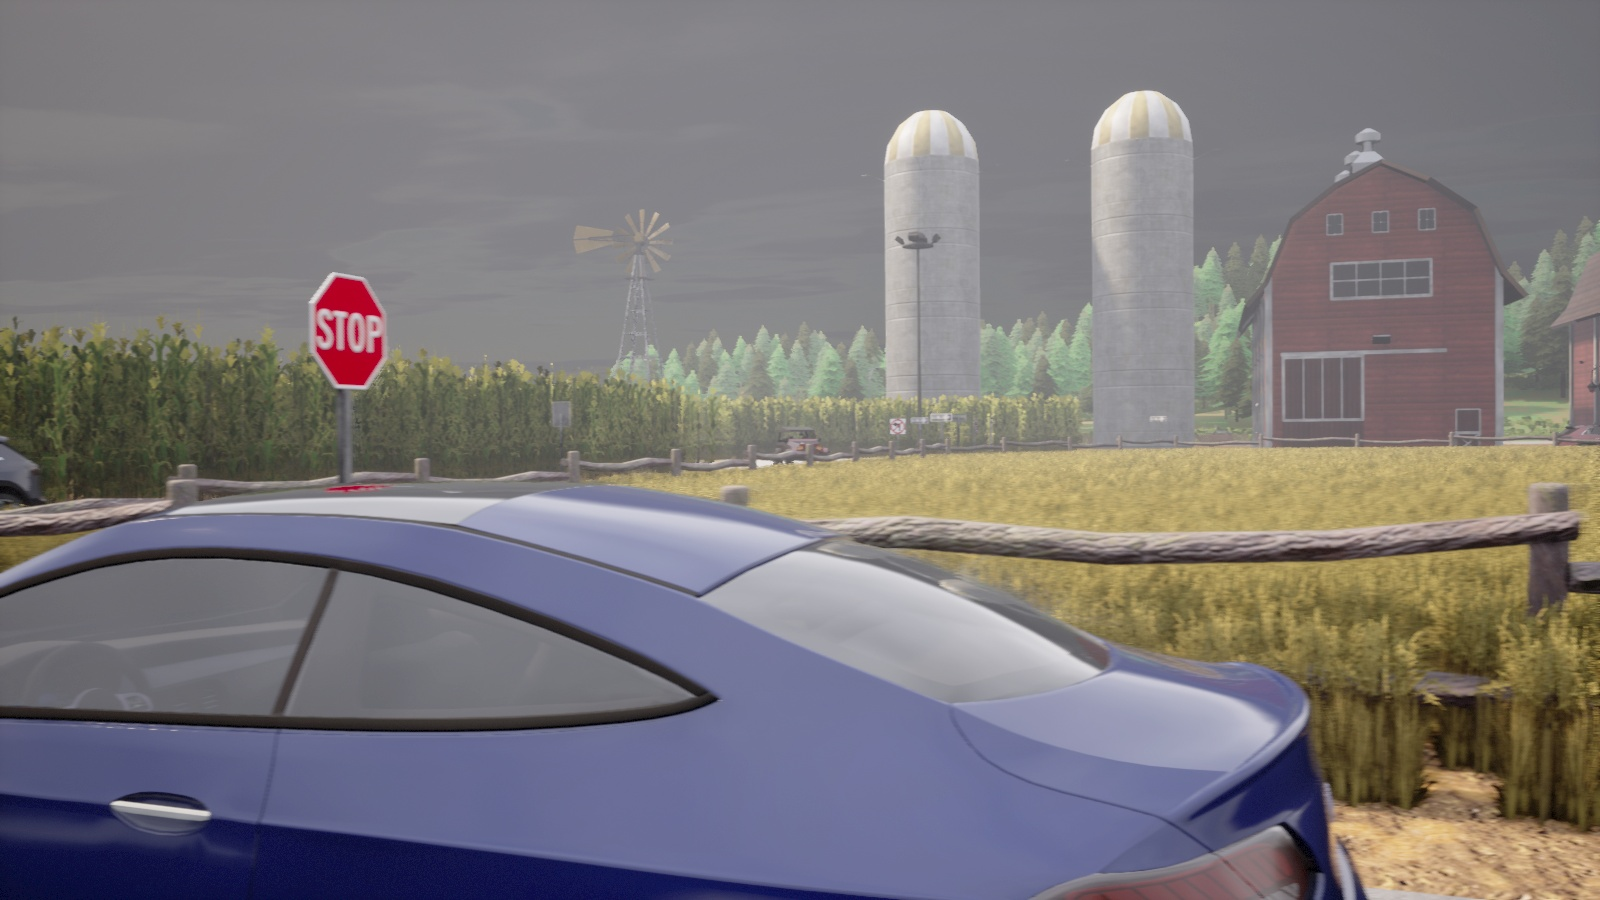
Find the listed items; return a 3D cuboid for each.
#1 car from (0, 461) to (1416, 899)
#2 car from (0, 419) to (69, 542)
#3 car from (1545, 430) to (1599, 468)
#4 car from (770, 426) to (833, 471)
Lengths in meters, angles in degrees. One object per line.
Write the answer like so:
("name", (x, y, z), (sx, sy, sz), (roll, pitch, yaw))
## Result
("car", (-1.169, 0.797, 3.165), (4.674, 1.442, 1.812), (1, 1, 19))
("car", (-12.158, 0.416, 15.912), (2.033, 1.649, 4.856), (0, 0, 19))
("car", (36.049, -0.054, 55.600), (4.856, 1.649, 2.033), (1, 1, 15))
("car", (0.021, -0.079, 54.909), (1.905, 1.878, 3.866), (0, 1, -13))
